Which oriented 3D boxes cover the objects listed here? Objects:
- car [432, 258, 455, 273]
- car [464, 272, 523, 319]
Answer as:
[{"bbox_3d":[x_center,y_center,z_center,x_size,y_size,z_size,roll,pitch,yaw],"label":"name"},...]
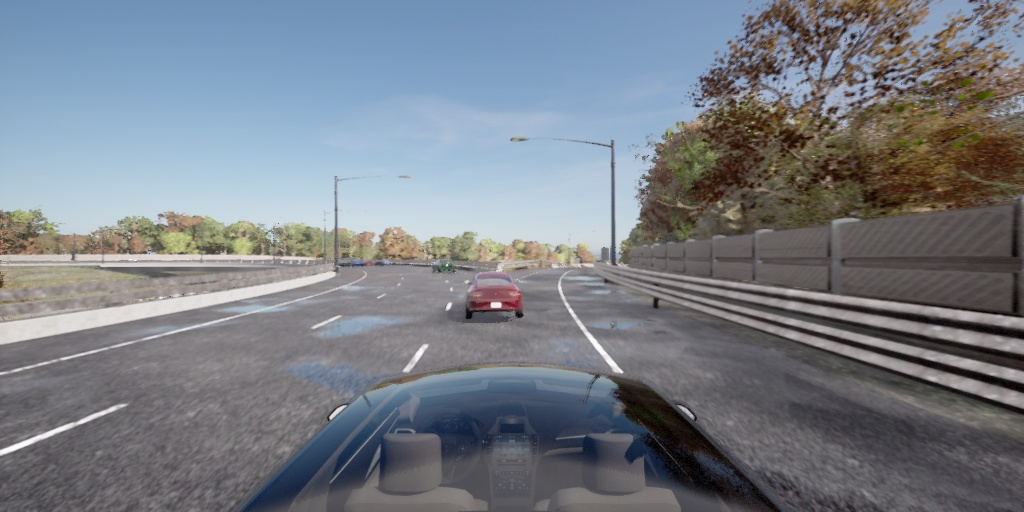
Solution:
[{"bbox_3d":[-8.430,1.123,43.868,2.097,1.767,4.553,0,0,-22],"label":"car"},{"bbox_3d":[-0.712,1.286,12.846,1.812,1.442,4.674,0,0,-6],"label":"car"}]
